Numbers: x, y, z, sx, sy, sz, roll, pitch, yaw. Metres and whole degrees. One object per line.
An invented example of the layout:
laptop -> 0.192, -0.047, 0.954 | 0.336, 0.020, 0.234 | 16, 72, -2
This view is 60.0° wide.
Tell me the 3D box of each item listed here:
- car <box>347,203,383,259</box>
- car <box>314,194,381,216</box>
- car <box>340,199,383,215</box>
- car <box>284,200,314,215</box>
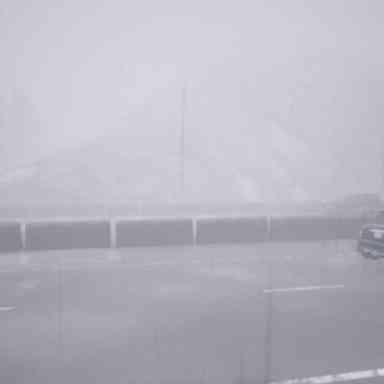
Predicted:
car -> 7.687, 1.321, 10.460 | 4.553, 1.767, 2.097 | 0, 0, -11
car -> 14.310, 1.181, 29.836 | 5.566, 2.045, 2.150 | 0, 0, -11
car -> 14.437, 1.517, 26.290 | 4.181, 1.385, 1.994 | 0, 0, -11
car -> 11.395, 1.508, 32.807 | 4.674, 1.442, 1.812 | 0, 0, -11
